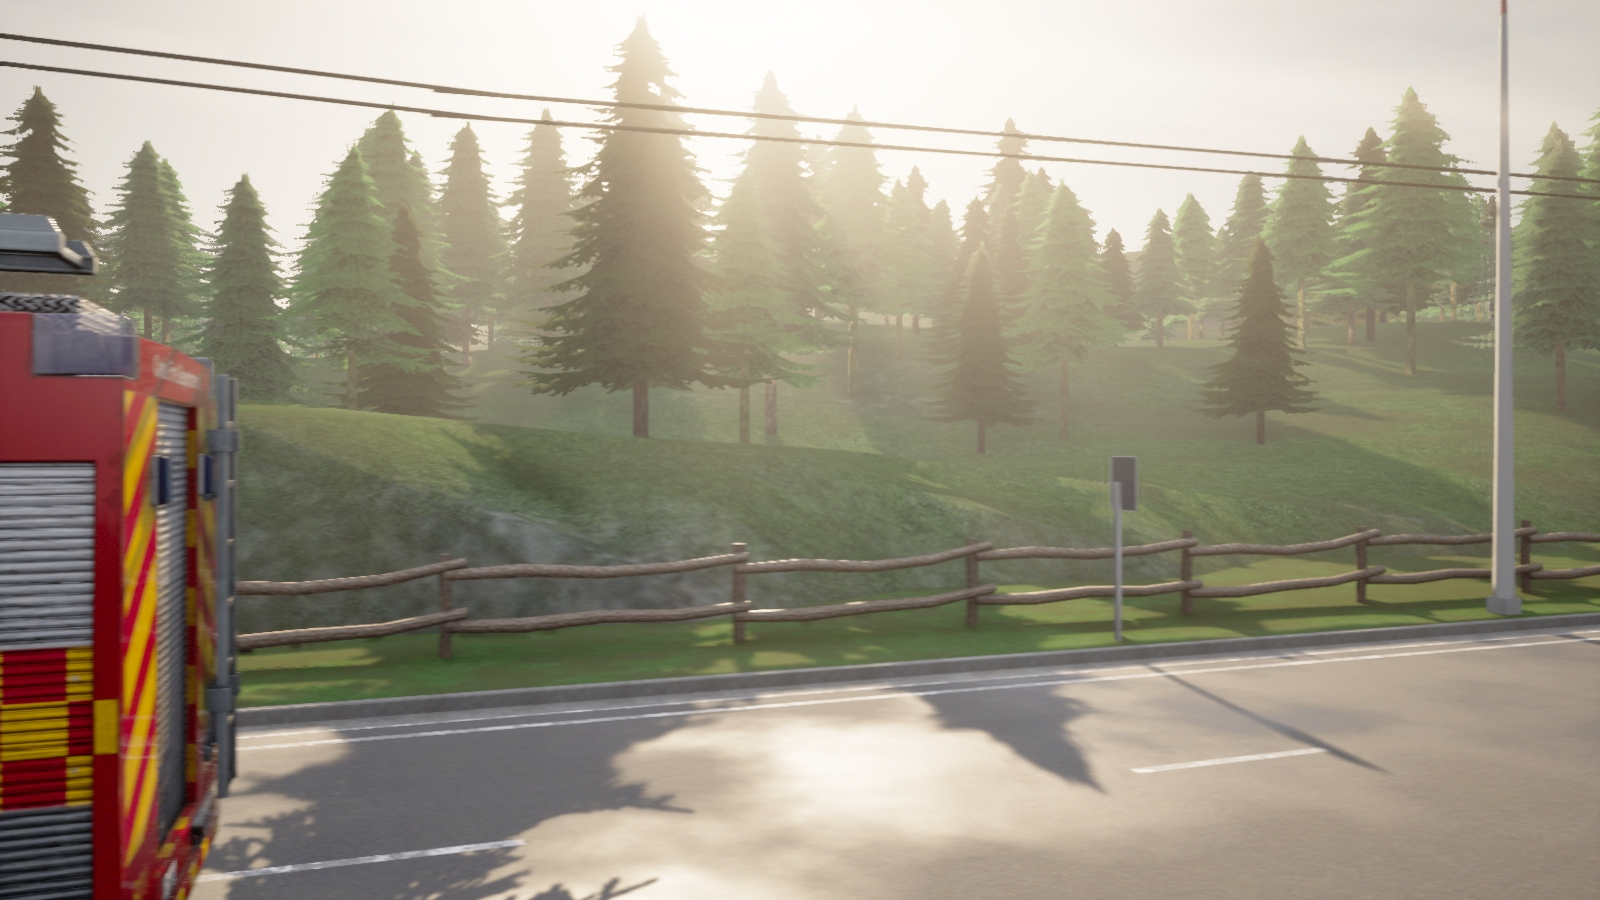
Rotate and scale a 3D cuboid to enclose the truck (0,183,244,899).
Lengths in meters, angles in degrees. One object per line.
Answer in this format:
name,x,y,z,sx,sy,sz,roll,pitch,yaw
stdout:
truck,-7.030,0.893,4.473,8.468,3.827,2.891,0,0,-20
